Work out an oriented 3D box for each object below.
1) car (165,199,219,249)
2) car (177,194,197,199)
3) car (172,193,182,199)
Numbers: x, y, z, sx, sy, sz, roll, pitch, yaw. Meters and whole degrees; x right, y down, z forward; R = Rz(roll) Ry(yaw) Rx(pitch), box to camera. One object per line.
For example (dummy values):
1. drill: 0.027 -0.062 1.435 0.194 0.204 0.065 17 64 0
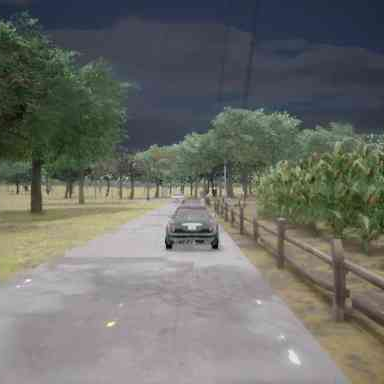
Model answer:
1. car: 0.000 1.357 14.620 2.097 1.767 4.553 0 0 0
2. car: 0.000 1.338 29.619 2.097 1.767 4.553 0 0 0
3. car: -2.750 1.197 65.618 2.150 2.045 5.566 0 0 0
